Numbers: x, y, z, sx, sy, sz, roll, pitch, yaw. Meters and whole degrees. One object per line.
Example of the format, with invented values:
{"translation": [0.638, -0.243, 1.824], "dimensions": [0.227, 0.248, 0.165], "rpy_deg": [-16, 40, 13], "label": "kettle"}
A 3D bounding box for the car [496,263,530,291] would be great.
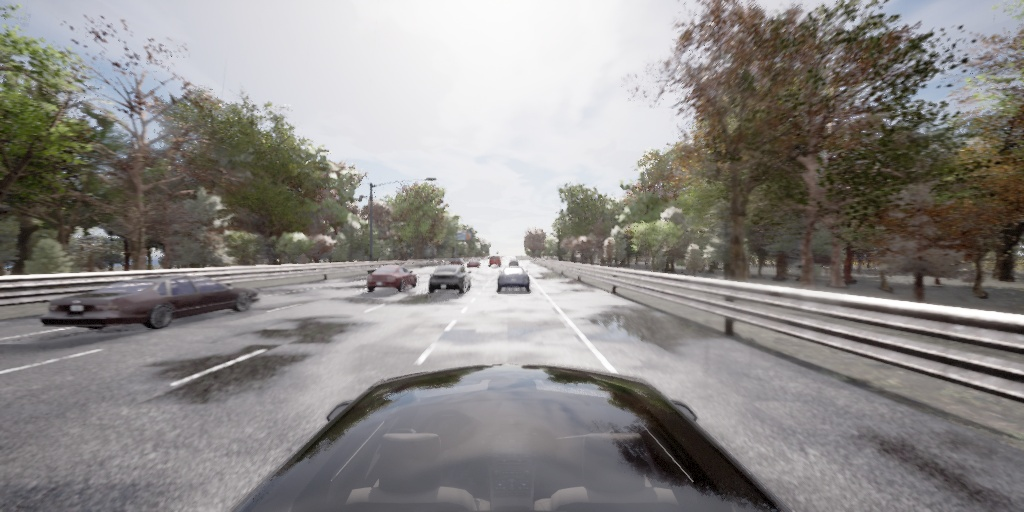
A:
{"translation": [0.095, 1.314, 22.157], "dimensions": [1.994, 1.385, 4.181], "rpy_deg": [0, 0, 0], "label": "car"}

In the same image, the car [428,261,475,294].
{"translation": [-3.408, 1.256, 20.293], "dimensions": [1.837, 1.490, 4.892], "rpy_deg": [0, 0, 0], "label": "car"}

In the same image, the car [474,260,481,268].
{"translation": [-6.708, 1.322, 63.768], "dimensions": [1.994, 1.385, 4.181], "rpy_deg": [0, 0, 0], "label": "car"}

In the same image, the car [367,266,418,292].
{"translation": [-6.907, 1.274, 20.965], "dimensions": [1.812, 1.442, 4.674], "rpy_deg": [0, 0, 0], "label": "car"}

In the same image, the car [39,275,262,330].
{"translation": [-10.426, 1.296, 11.108], "dimensions": [2.033, 1.411, 5.357], "rpy_deg": [0, 0, 0], "label": "car"}
